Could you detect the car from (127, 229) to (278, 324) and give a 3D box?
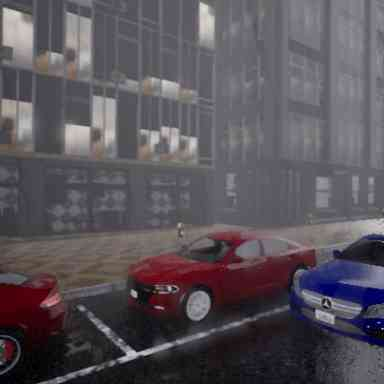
[{"bbox_3d":[0.820,1.532,7.132,4.507,1.381,1.887,0,1,-35],"label":"car"}]

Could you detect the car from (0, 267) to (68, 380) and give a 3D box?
[{"bbox_3d":[-3.696,1.585,3.912,4.206,1.307,1.802,0,1,-35],"label":"car"}]

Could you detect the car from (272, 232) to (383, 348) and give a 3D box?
[{"bbox_3d":[3.785,1.507,6.080,4.674,1.442,1.812,0,0,-35],"label":"car"}]
